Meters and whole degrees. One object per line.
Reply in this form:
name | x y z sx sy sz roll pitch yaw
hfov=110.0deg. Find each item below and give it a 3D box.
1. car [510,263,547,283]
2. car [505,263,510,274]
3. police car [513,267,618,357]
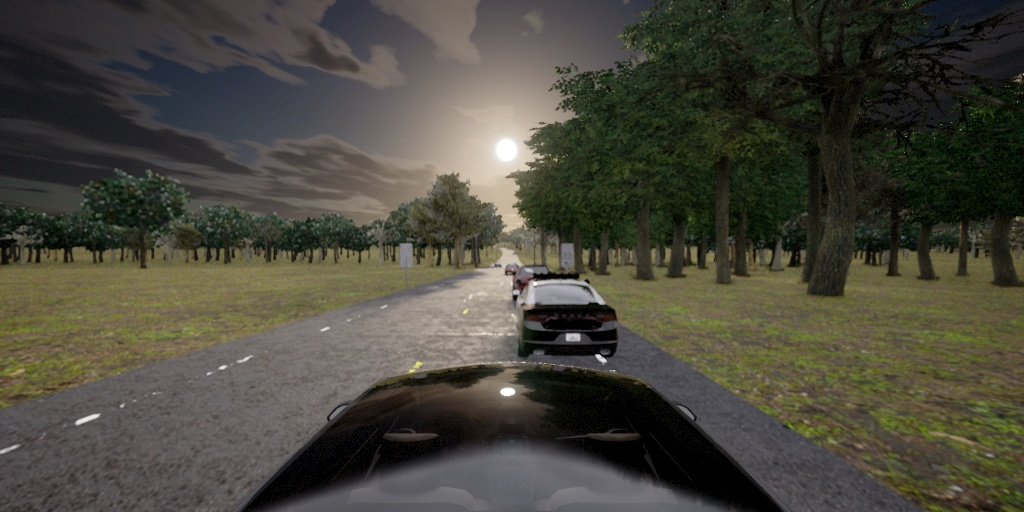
car | 1.070 1.210 18.640 2.097 1.767 4.553 0 0 0
car | 0.086 1.656 46.471 1.994 1.385 4.181 0 -1 0
police car | 1.059 1.218 8.775 1.930 1.638 5.238 0 0 0
